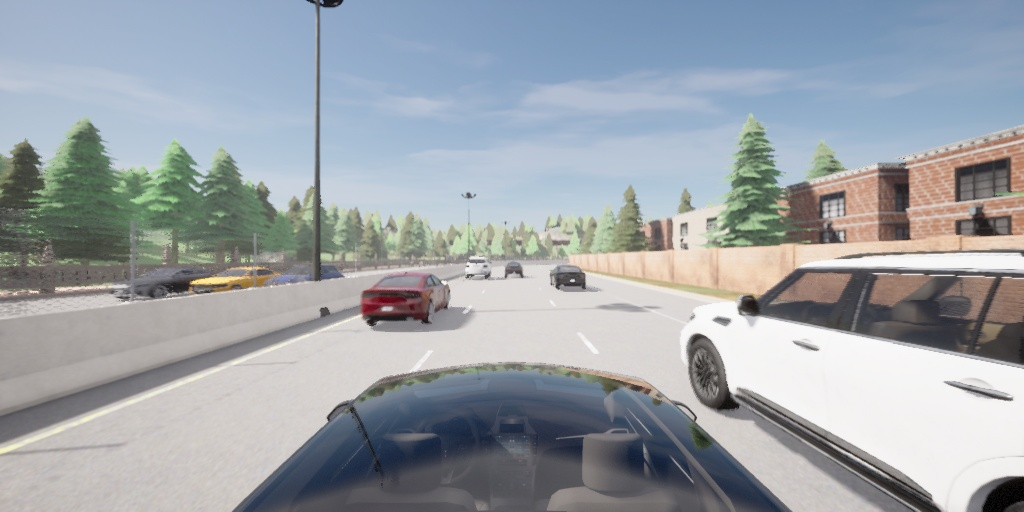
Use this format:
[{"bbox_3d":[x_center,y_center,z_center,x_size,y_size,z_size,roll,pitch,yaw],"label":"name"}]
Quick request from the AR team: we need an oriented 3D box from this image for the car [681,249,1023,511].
[{"bbox_3d":[3.602,0.980,3.012,2.150,2.045,5.566,0,0,0],"label":"car"}]

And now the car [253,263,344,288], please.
[{"bbox_3d":[-10.551,1.196,18.486,2.097,1.767,4.553,0,0,0],"label":"car"}]

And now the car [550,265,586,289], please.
[{"bbox_3d":[3.665,1.355,24.138,1.882,1.535,5.008,0,0,0],"label":"car"}]

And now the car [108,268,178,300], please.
[{"bbox_3d":[-17.552,1.335,18.464,2.128,1.511,4.902,0,0,0],"label":"car"}]

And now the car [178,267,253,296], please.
[{"bbox_3d":[-14.051,1.323,18.706,1.882,1.535,5.008,0,0,0],"label":"car"}]

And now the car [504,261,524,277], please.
[{"bbox_3d":[0.209,1.464,38.937,1.837,1.490,4.892,0,-1,0],"label":"car"}]

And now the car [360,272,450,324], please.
[{"bbox_3d":[-3.371,1.287,12.190,1.882,1.535,5.008,0,0,0],"label":"car"}]

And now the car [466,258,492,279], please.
[{"bbox_3d":[-3.299,1.167,35.998,2.150,2.045,5.566,0,0,0],"label":"car"}]
